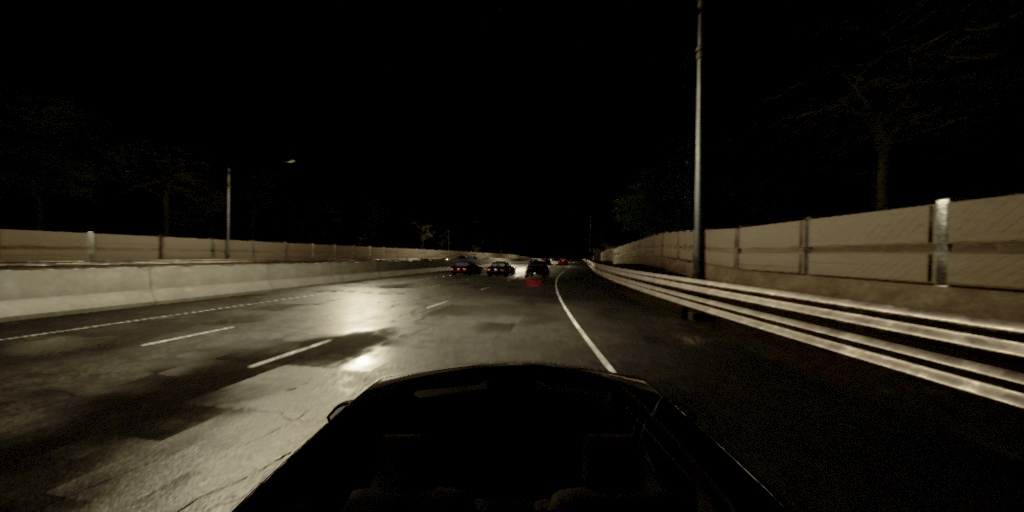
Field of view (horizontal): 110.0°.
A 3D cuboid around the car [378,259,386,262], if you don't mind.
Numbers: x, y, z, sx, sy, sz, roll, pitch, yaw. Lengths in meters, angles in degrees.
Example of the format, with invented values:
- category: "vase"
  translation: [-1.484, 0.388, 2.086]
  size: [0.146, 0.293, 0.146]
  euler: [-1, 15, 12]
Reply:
- category: "car"
  translation: [-19.063, 1.136, 52.083]
  size: [1.895, 1.301, 4.718]
  euler: [1, 0, 12]

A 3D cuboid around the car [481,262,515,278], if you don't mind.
- category: "car"
  translation: [-0.999, 1.283, 34.474]
  size: [2.033, 1.411, 5.357]
  euler: [1, 0, 11]

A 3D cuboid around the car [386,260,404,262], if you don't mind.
- category: "car"
  translation: [-15.614, 1.175, 51.510]
  size: [1.895, 1.301, 4.718]
  euler: [1, 0, 12]

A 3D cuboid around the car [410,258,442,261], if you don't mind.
- category: "car"
  translation: [-12.147, 1.090, 51.035]
  size: [1.882, 1.535, 5.008]
  euler: [1, 0, 11]

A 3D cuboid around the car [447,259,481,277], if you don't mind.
- category: "car"
  translation: [-4.438, 1.245, 35.129]
  size: [2.033, 1.411, 5.357]
  euler: [1, 0, 11]

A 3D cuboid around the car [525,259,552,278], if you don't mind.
- category: "car"
  translation: [2.444, 1.280, 33.841]
  size: [1.837, 1.490, 4.892]
  euler: [1, 0, 11]
